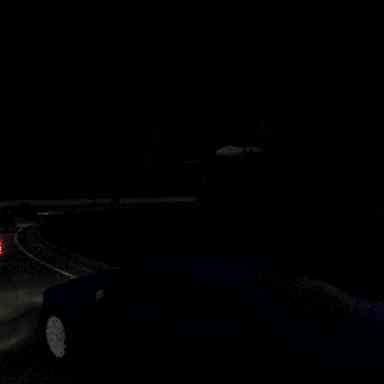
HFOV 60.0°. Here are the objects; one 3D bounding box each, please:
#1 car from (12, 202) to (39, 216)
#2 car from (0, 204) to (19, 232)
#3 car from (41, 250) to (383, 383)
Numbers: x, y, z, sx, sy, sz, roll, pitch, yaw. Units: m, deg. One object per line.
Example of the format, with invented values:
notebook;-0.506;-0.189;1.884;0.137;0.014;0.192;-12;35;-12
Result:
car;-18.274;1.817;35.695;1.812;1.442;4.674;0;0;1
car;-12.489;1.709;21.197;1.812;1.442;4.674;0;0;-22
car;0.026;1.497;4.160;5.008;1.535;1.882;-1;0;38
